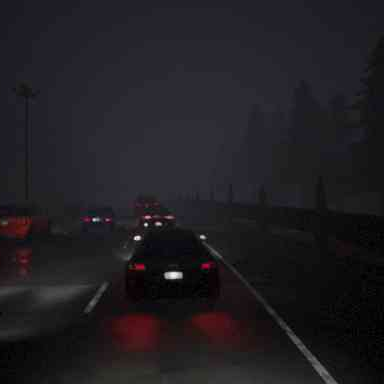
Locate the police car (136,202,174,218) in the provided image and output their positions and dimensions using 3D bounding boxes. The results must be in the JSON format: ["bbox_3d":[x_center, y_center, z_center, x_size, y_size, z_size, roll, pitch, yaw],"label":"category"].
[{"bbox_3d":[-2.261,1.598,20.649,2.038,1.542,4.974,0,0,-10],"label":"police car"}]

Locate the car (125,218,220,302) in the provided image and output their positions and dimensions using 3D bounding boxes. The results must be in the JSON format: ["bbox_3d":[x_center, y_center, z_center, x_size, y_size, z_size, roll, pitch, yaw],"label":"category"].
[{"bbox_3d":[-0.541,1.603,8.467,1.994,1.385,4.181,0,0,-5],"label":"car"}]

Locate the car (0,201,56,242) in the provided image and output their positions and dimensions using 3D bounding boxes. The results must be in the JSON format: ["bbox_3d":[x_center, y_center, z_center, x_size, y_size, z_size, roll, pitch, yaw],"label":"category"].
[{"bbox_3d":[-8.681,1.432,16.956,2.097,1.767,4.553,0,0,-9],"label":"car"}]

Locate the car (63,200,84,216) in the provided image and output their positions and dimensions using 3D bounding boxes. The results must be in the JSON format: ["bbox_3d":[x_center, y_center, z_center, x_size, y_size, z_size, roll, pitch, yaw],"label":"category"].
[{"bbox_3d":[-12.047,1.652,34.436,2.128,1.511,4.902,0,0,-11],"label":"car"}]

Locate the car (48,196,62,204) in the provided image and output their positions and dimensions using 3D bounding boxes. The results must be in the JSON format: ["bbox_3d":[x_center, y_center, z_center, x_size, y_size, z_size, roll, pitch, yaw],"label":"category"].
[{"bbox_3d":[-31.372,1.710,76.440,2.097,1.767,4.553,0,0,-11],"label":"car"}]

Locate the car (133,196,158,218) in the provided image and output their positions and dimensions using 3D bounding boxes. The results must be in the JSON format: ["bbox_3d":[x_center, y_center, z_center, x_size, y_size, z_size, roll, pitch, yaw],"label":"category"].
[{"bbox_3d":[-4.479,1.365,32.284,2.150,2.045,5.566,0,-1,-11],"label":"car"}]

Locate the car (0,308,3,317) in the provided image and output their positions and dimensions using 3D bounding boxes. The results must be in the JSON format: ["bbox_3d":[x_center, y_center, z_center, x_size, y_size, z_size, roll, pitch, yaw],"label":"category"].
[{"bbox_3d":[-3.565,1.614,2.611,1.895,1.301,4.718,0,0,-2],"label":"car"}]

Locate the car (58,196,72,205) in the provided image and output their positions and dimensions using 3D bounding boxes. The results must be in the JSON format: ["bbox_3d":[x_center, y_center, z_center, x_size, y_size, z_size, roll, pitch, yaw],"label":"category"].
[{"bbox_3d":[-26.313,1.676,69.101,2.097,1.767,4.553,0,0,-11],"label":"car"}]

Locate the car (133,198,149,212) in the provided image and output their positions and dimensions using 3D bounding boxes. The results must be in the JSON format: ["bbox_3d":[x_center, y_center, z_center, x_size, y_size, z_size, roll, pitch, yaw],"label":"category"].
[{"bbox_3d":[-6.657,1.653,43.117,1.801,1.575,5.366,0,0,-11],"label":"car"}]

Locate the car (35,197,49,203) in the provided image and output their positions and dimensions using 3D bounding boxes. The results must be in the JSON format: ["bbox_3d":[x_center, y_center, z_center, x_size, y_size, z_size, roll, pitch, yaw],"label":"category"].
[{"bbox_3d":[-35.376,1.913,78.572,1.994,1.385,4.181,0,0,-11],"label":"car"}]

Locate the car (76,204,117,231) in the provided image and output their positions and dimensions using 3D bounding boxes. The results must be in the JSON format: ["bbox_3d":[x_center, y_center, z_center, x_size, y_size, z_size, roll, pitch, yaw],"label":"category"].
[{"bbox_3d":[-5.887,1.646,21.471,2.033,1.411,5.357,0,0,-11],"label":"car"}]
